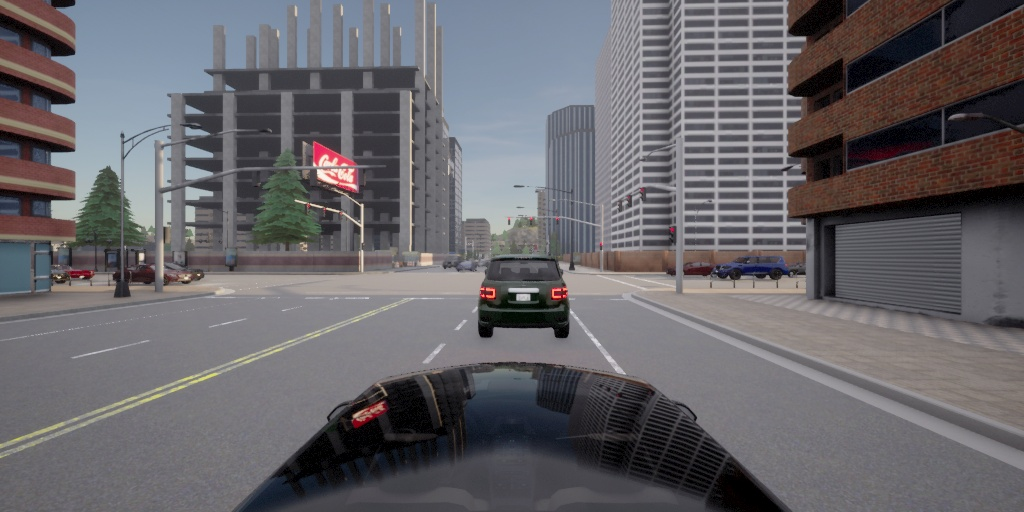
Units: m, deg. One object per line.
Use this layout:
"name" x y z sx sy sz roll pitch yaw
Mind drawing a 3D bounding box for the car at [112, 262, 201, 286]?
"car" -24.760 1.276 24.769 4.674 1.442 1.812 0 0 2

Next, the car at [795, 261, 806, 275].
"car" 27.242 1.241 33.765 4.902 1.511 2.128 0 0 2

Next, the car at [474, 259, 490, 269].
"car" -4.938 1.240 59.662 2.128 1.511 4.902 0 0 2

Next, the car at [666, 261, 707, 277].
"car" 17.312 1.228 34.099 5.008 1.535 1.882 0 0 2

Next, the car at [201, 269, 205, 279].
"car" -27.202 1.228 28.350 5.008 1.535 1.882 0 0 2

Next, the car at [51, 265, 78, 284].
"car" -34.005 1.255 25.071 4.892 1.490 1.837 0 0 2

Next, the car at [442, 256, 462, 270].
"car" -8.696 0.971 53.215 2.150 2.045 5.566 0 0 3

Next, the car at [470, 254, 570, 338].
"car" 0.339 0.971 10.313 2.150 2.045 5.566 0 0 2

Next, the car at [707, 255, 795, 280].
"car" 20.227 0.971 30.505 5.566 2.045 2.150 0 0 2

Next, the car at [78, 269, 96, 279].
"car" -36.494 1.351 28.655 4.718 1.301 1.895 0 0 2

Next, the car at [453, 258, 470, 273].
"car" -5.551 1.276 43.975 1.812 1.442 4.674 0 0 2
